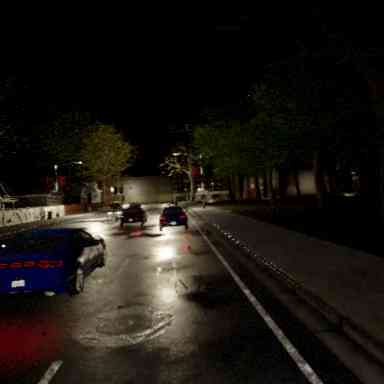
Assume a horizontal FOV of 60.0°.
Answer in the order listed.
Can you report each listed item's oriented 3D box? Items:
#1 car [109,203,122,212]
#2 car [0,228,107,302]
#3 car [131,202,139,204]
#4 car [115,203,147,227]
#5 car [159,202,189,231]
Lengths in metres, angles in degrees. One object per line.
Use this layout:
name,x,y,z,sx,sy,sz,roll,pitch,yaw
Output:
car,-13.164,2.666,58.029,1.837,1.490,4.892,-4,-1,-3
car,-3.722,1.748,9.310,1.882,1.535,5.008,-4,0,-3
car,-9.930,2.505,58.391,2.033,1.411,5.357,-4,0,-3
car,-4.773,1.947,27.369,1.812,1.442,4.674,-4,0,-3
car,-1.232,1.696,22.147,1.812,1.442,4.674,-4,0,-3
